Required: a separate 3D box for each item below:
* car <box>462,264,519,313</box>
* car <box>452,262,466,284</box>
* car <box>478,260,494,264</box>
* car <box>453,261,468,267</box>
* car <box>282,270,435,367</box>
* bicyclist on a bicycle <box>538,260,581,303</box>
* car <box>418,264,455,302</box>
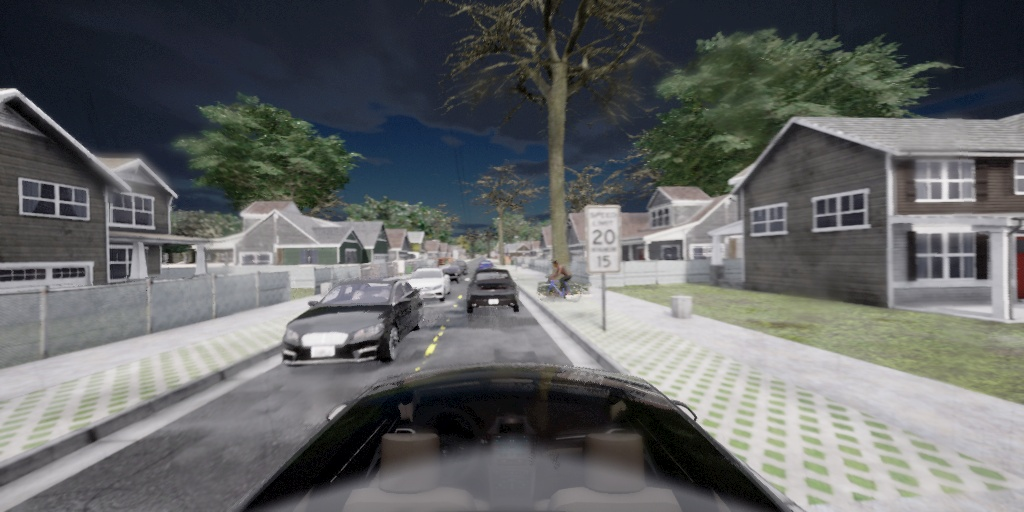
[{"bbox_3d":[-0.790,1.241,14.123,1.837,1.490,4.892,-1,0,-4],"label":"car"},{"bbox_3d":[-4.781,1.378,27.209,1.895,1.301,4.718,-1,0,-4],"label":"car"},{"bbox_3d":[-3.168,1.235,43.758,1.812,1.442,4.674,-1,0,-5],"label":"car"},{"bbox_3d":[-5.565,1.272,37.519,1.837,1.490,4.892,-1,0,-4],"label":"car"},{"bbox_3d":[-3.270,1.286,8.269,2.128,1.511,4.902,-1,0,-5],"label":"car"},{"bbox_3d":[1.812,0.991,13.606,1.656,1.620,0.582,0,0,-5],"label":"bicyclist on a bicycle"},{"bbox_3d":[-4.004,1.312,17.386,1.812,1.442,4.674,-1,0,-5],"label":"car"}]
